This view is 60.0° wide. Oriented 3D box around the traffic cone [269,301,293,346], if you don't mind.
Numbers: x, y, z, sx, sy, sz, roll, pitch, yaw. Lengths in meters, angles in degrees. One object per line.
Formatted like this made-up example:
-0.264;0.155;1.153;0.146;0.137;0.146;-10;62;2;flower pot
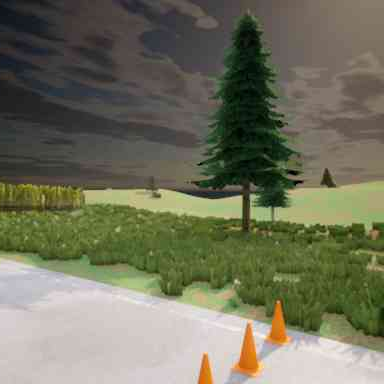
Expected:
1.310;1.954;5.057;0.340;0.580;0.340;0;0;36;traffic cone

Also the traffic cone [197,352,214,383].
0.140;1.954;3.435;0.340;0.580;0.340;0;0;36;traffic cone

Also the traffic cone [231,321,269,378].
0.725;1.954;4.246;0.340;0.580;0.340;0;0;36;traffic cone
